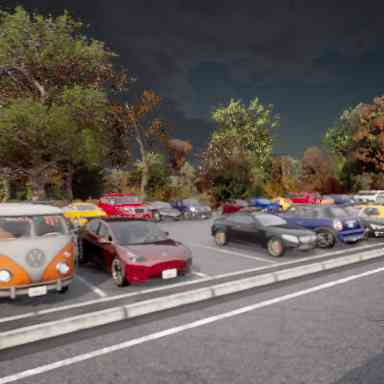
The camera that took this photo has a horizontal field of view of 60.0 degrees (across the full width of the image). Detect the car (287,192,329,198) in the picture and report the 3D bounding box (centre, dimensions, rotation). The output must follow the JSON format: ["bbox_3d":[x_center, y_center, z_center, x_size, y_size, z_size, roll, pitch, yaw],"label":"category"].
[{"bbox_3d":[10.880,1.012,34.863,2.435,2.045,5.566,-1,0,-35],"label":"car"}]

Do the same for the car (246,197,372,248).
[{"bbox_3d":[4.919,1.290,14.575,2.185,1.767,4.553,-1,0,-35],"label":"car"}]

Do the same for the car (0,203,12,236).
[{"bbox_3d":[-11.751,1.506,18.852,2.097,1.535,5.008,-1,0,-35],"label":"car"}]

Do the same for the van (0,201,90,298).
[{"bbox_3d":[-4.179,1.283,8.050,1.878,1.987,4.442,-1,0,-35],"label":"van"}]

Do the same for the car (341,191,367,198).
[{"bbox_3d":[17.705,1.060,39.683,2.185,1.767,4.553,-1,0,-35],"label":"car"}]

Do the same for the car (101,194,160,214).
[{"bbox_3d":[-4.912,1.186,23.651,2.435,2.045,5.566,-1,0,-35],"label":"car"}]

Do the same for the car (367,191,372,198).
[{"bbox_3d":[19.981,1.034,41.289,2.185,1.767,4.553,-1,0,-35],"label":"car"}]

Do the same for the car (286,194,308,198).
[{"bbox_3d":[8.516,1.286,33.388,1.946,1.575,5.366,-1,0,-35],"label":"car"}]

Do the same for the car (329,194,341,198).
[{"bbox_3d":[13.293,1.110,36.493,2.185,1.767,4.553,-1,0,-35],"label":"car"}]

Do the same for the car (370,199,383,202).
[{"bbox_3d":[9.344,1.363,17.963,1.946,1.575,5.366,-1,0,-35],"label":"car"}]

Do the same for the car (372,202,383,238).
[{"bbox_3d":[7.173,1.392,16.212,2.231,1.521,4.892,-1,0,-35],"label":"car"}]

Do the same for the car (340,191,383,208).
[{"bbox_3d":[22.359,0.881,42.964,2.435,2.045,5.566,-1,0,-35],"label":"car"}]

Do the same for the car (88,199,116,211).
[{"bbox_3d":[-7.206,1.460,22.072,2.097,1.535,5.008,-1,0,-35],"label":"car"}]

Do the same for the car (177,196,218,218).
[{"bbox_3d":[-0.395,1.263,26.911,2.185,1.767,4.553,-1,0,-35],"label":"car"}]

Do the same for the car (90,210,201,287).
[{"bbox_3d":[-1.903,1.515,9.764,2.163,1.488,4.792,-1,0,-35],"label":"car"}]

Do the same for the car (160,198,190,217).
[{"bbox_3d":[-2.656,1.415,25.285,2.231,1.521,4.892,-1,0,-35],"label":"car"}]

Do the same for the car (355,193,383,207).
[{"bbox_3d":[24.670,0.981,44.522,2.185,1.767,4.553,-1,0,-35],"label":"car"}]

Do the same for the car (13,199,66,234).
[{"bbox_3d":[-9.461,1.358,20.435,2.185,1.767,4.553,-1,0,-35],"label":"car"}]

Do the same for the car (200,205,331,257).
[{"bbox_3d":[2.627,1.479,12.999,2.002,1.452,4.674,-1,0,-35],"label":"car"}]

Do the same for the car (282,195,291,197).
[{"bbox_3d":[6.447,1.313,31.707,2.097,1.535,5.008,-1,0,-35],"label":"car"}]

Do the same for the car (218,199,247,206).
[{"bbox_3d":[4.191,1.368,30.072,2.163,1.488,4.792,-1,0,-35],"label":"car"}]

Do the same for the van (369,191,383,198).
[{"bbox_3d":[14.064,1.090,20.924,1.878,1.987,4.442,-1,0,-35],"label":"van"}]
